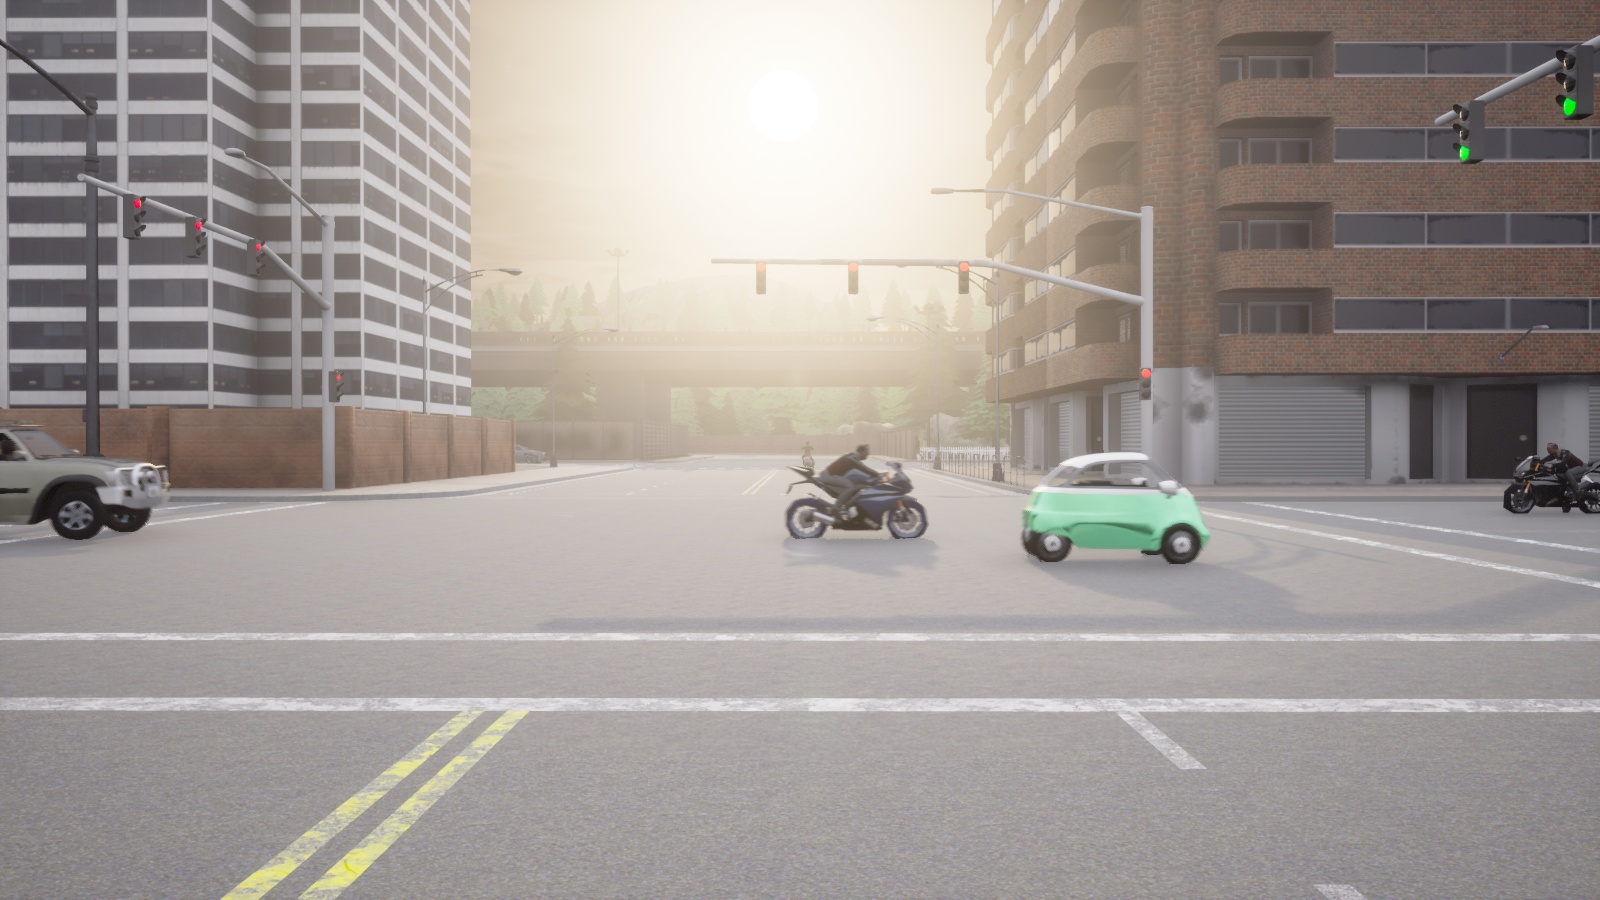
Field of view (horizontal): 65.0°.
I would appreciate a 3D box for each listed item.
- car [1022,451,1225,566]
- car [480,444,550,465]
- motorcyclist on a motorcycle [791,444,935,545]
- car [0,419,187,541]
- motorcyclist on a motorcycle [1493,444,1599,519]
[{"bbox_3d":[4.048,0.714,15.958,2.207,1.376,1.481,0,0,1],"label":"car"},{"bbox_3d":[-18.803,0.270,83.105,4.181,1.385,1.994,0,0,0],"label":"car"},{"bbox_3d":[0.963,0.672,19.492,2.191,1.530,0.866,0,0,1],"label":"motorcyclist on a motorcycle"},{"bbox_3d":[-12.505,0.441,19.928,4.605,1.855,1.932,0,1,-5],"label":"car"},{"bbox_3d":[15.862,0.646,26.328,2.191,1.530,0.866,0,0,1],"label":"motorcyclist on a motorcycle"}]
